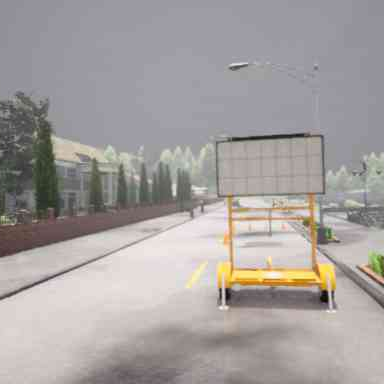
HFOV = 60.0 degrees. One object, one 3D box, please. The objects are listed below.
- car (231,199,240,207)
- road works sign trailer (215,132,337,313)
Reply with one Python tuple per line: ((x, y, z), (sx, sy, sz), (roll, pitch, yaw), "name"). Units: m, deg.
((7.712, 1.946, 60.369), (2.033, 1.411, 5.357), (-2, -1, 11), "car")
((1.808, 0.492, 7.735), (2.380, 3.560, 2.880), (-2, -1, 11), "road works sign trailer")
